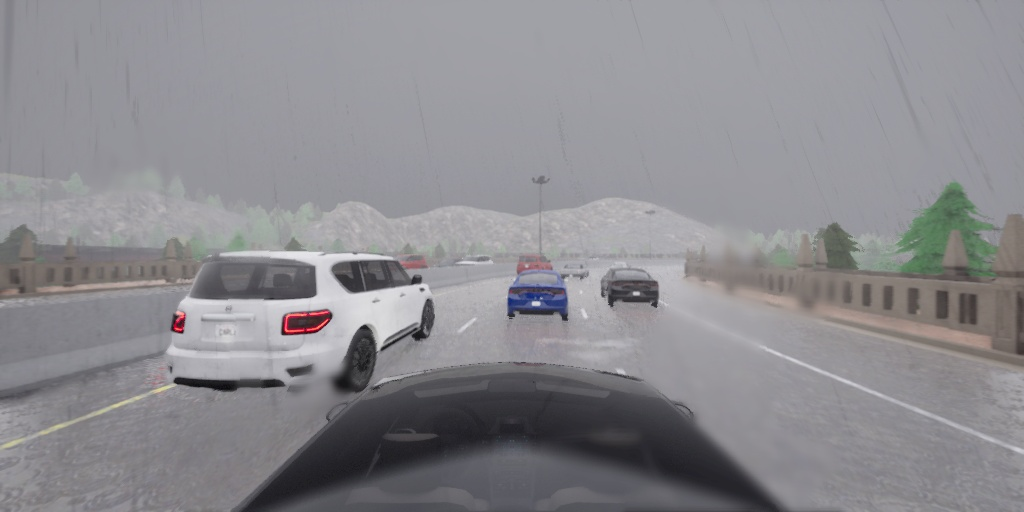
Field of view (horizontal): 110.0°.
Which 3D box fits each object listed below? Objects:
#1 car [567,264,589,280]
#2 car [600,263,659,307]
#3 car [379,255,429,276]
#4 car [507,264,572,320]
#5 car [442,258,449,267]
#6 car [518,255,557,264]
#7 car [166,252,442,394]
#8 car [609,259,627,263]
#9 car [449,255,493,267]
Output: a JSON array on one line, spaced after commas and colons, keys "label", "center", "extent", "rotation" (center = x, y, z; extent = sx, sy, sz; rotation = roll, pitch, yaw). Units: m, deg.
[{"label": "car", "center": [5.632, 1.340, 31.678], "extent": [1.895, 1.301, 4.718], "rotation": [0, 0, 20]}, {"label": "car", "center": [4.977, 1.233, 15.666], "extent": [1.882, 1.535, 5.008], "rotation": [0, 0, 9]}, {"label": "car", "center": [-11.077, 0.876, 37.356], "extent": [2.150, 2.045, 5.566], "rotation": [0, 0, 20]}, {"label": "car", "center": [1.003, 1.219, 12.777], "extent": [1.882, 1.535, 5.008], "rotation": [0, 0, 7]}, {"label": "car", "center": [-6.744, 1.027, 38.824], "extent": [2.097, 1.767, 4.553], "rotation": [0, 0, 22]}, {"label": "car", "center": [2.125, 0.944, 32.247], "extent": [2.150, 2.045, 5.566], "rotation": [0, 0, 20]}, {"label": "car", "center": [-3.139, 0.951, 6.817], "extent": [2.150, 2.045, 5.566], "rotation": [0, 0, 3]}, {"label": "car", "center": [10.303, 1.283, 34.001], "extent": [1.812, 1.442, 4.674], "rotation": [0, 0, 22]}, {"label": "car", "center": [-3.856, 0.911, 36.773], "extent": [2.150, 2.045, 5.566], "rotation": [0, 0, 21]}]
